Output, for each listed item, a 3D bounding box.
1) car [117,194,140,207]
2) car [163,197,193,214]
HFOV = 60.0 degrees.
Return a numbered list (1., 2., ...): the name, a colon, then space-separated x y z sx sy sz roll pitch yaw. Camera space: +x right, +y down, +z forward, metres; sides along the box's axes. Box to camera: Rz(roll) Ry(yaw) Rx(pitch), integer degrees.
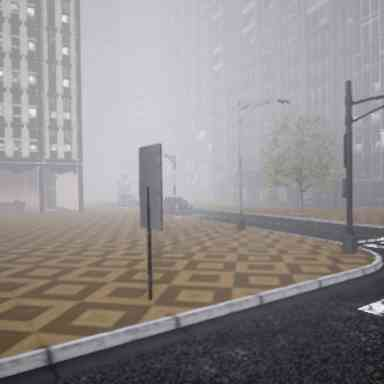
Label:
1. car: -9.893 1.288 51.192 2.150 2.045 5.566 -1 1 -29
2. car: -1.626 1.339 35.198 2.097 1.767 4.553 -1 1 -27
